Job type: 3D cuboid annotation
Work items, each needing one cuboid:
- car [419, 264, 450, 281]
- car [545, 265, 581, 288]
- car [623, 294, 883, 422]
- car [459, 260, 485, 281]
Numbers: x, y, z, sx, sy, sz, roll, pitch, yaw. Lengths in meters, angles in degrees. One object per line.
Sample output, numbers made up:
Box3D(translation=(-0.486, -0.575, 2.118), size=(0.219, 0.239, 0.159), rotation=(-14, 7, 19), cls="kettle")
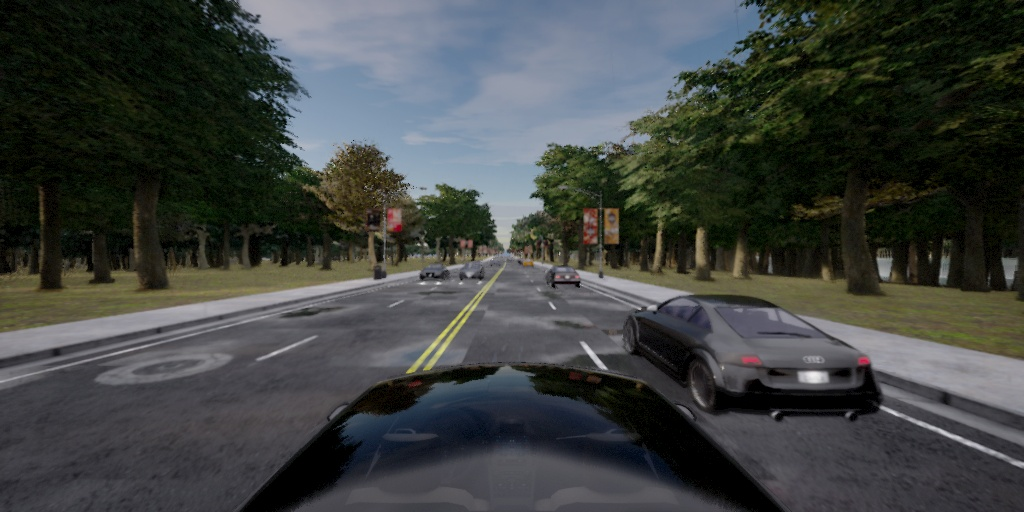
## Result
Box3D(translation=(-6.596, 1.362, 30.923), size=(1.994, 1.385, 4.181), rotation=(0, 0, 0), cls="car")
Box3D(translation=(3.348, 1.330, 24.138), size=(2.033, 1.411, 5.357), rotation=(0, 0, 0), cls="car")
Box3D(translation=(3.352, 1.316, 5.990), size=(1.994, 1.385, 4.181), rotation=(0, 0, 0), cls="car")
Box3D(translation=(-3.347, 1.288, 30.692), size=(2.128, 1.511, 4.902), rotation=(0, 0, 0), cls="car")
